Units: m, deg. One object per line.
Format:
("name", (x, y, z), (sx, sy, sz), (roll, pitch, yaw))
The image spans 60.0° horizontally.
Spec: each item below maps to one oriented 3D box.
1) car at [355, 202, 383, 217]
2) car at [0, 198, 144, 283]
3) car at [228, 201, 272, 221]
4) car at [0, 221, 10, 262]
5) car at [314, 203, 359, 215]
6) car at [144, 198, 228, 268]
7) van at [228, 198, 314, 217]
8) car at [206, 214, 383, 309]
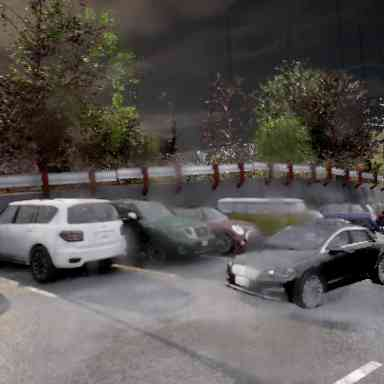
("car", (7.962, 1.371, 18.633), (4.553, 1.767, 2.185), (-1, -1, 35))
("car", (-4.397, 1.236, 9.907), (5.566, 2.045, 2.435), (-1, -1, 35))
("car", (0.532, 1.366, 13.430), (4.553, 1.767, 2.185), (-1, -1, 34))
("car", (-6.857, 1.515, 8.148), (4.792, 1.488, 2.163), (-1, -1, 35))
("car", (5.476, 1.496, 16.917), (4.892, 1.521, 2.231), (-1, -1, 34))
("car", (-1.880, 1.238, 11.648), (5.566, 2.045, 2.435), (-1, -1, 34))
("van", (2.918, 1.269, 15.222), (4.442, 1.987, 1.878), (-1, -1, 35))
("car", (2.992, 1.497, 7.943), (4.902, 1.511, 2.128), (0, 0, -35))
